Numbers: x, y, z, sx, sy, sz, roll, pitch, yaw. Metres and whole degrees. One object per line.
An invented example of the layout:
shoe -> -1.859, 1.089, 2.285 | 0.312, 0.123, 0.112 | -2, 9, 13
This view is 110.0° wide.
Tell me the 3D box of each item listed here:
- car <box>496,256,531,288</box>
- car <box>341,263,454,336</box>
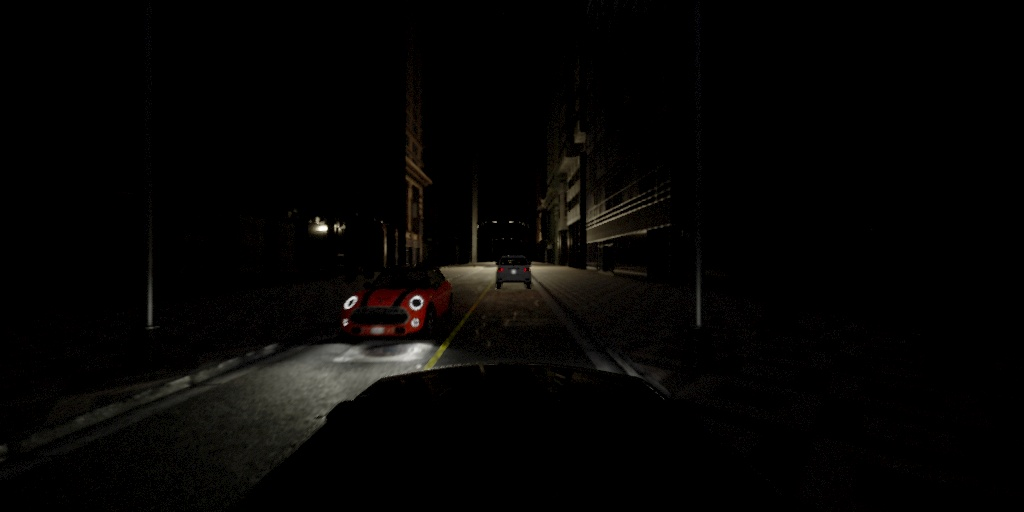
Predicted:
car -> 0.103, 0.989, 23.890 | 2.150, 2.045, 5.566 | 0, 0, 0
car -> -3.035, 1.106, 10.410 | 2.097, 1.767, 4.553 | 0, 0, 1
